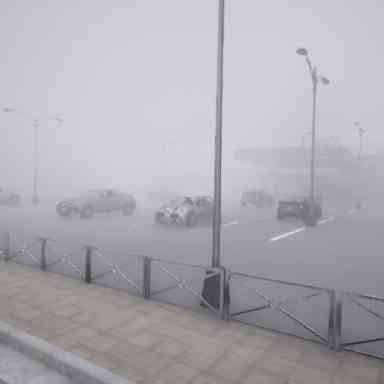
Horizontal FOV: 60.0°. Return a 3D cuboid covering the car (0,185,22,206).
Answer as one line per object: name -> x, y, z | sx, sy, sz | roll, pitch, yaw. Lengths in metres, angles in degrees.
car -> -16.326, 0.197, 27.444 | 1.905, 1.878, 3.866 | 2, 1, 33

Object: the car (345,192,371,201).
car -> 32.860, 0.843, 65.942 | 4.611, 1.667, 2.242 | 2, 1, 33

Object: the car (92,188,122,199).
car -> -11.746, 0.156, 46.166 | 1.845, 1.501, 3.633 | 2, 1, 33

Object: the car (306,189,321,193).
car -> 13.637, 0.608, 37.890 | 1.905, 1.878, 3.866 | 2, 1, 33

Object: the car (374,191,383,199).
car -> 39.605, 0.769, 68.265 | 3.866, 1.878, 1.905 | 2, 1, 33

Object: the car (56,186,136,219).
car -> -5.664, 0.638, 20.385 | 2.152, 1.636, 5.027 | 2, 1, 33

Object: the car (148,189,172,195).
car -> -3.440, 0.420, 40.616 | 2.007, 1.523, 4.514 | 2, 1, 33

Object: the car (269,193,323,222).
car -> 6.806, 1.030, 20.972 | 2.007, 1.523, 4.514 | 2, 1, 33

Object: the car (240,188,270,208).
car -> 6.553, 0.578, 33.144 | 1.932, 1.855, 4.605 | 2, 1, 33

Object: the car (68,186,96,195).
car -> -20.025, -0.291, 60.789 | 2.007, 1.523, 4.514 | 2, 1, 33

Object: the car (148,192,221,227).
car -> -0.138, 0.898, 17.115 | 1.970, 1.475, 3.806 | 2, 1, 33

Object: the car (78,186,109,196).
car -> -17.382, -0.211, 59.101 | 2.152, 1.636, 5.027 | 2, 1, 33
